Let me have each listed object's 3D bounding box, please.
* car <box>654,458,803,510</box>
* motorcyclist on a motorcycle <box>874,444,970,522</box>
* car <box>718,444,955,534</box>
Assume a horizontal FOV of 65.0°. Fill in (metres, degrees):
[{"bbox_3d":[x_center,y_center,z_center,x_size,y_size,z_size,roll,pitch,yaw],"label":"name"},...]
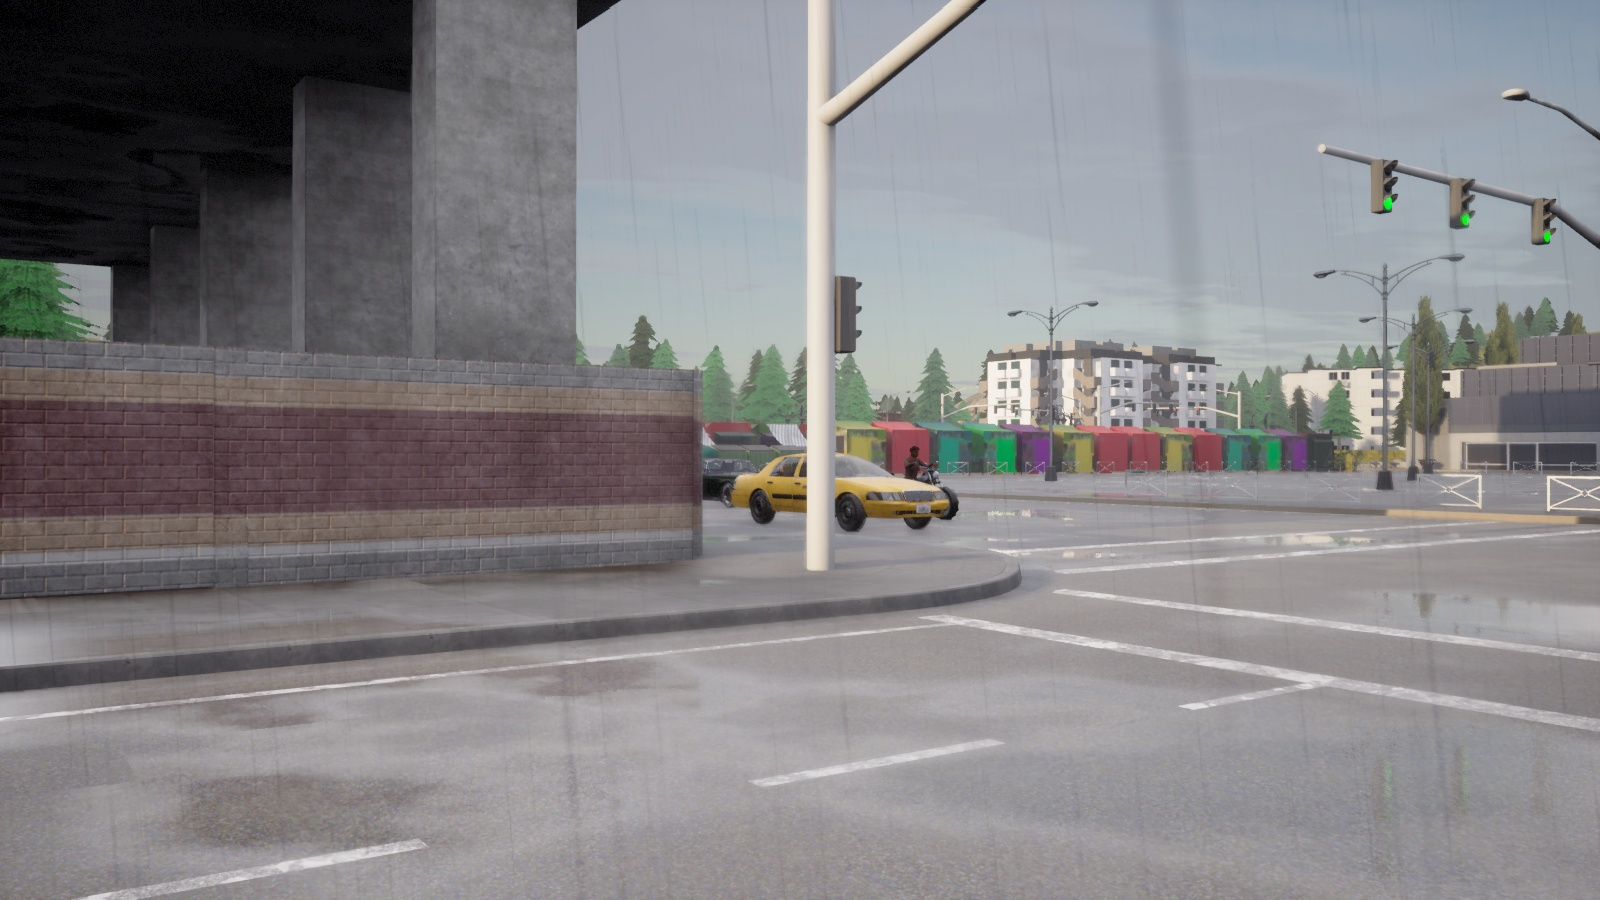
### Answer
[{"bbox_3d":[-2.041,0.879,34.541,1.895,1.301,4.718,0,0,-35],"label":"car"},{"bbox_3d":[2.673,0.702,27.821,0.766,1.649,2.350,0,0,-35],"label":"motorcyclist on a motorcycle"},{"bbox_3d":[0.561,0.688,24.736,1.801,1.575,5.366,0,0,-35],"label":"car"}]
